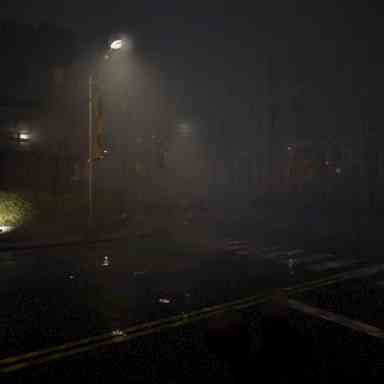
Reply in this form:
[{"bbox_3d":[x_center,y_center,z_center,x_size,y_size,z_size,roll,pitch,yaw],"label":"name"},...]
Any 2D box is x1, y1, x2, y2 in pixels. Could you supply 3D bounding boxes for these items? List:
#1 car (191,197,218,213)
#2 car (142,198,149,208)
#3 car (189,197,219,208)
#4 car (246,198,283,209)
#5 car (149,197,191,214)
[{"bbox_3d":[0.688,1.564,36.683,1.994,1.385,4.181,0,0,-35],"label":"car"},{"bbox_3d":[-5.113,1.492,45.110,2.128,1.511,4.902,0,0,-34],"label":"car"},{"bbox_3d":[1.760,1.478,49.498,1.882,1.535,5.008,0,0,-35],"label":"car"},{"bbox_3d":[9.582,1.547,44.292,2.033,1.411,5.357,0,0,-34],"label":"car"},{"bbox_3d":[-2.397,1.526,34.987,1.812,1.442,4.674,0,0,-35],"label":"car"}]
